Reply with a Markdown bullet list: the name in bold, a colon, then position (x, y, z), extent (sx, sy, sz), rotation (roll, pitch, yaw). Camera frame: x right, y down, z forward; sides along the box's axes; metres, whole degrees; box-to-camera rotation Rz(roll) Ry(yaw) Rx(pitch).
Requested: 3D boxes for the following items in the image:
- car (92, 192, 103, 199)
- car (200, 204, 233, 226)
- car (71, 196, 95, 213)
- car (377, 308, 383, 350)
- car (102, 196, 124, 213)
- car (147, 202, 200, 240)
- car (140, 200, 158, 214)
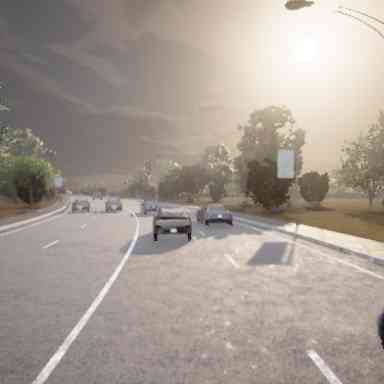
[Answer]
- **car**: position (-21.831, 0.969, 76.797), extent (2.150, 2.045, 5.566), rotation (0, 0, -20)
- **car**: position (1.492, 1.546, 23.614), extent (1.994, 1.385, 4.181), rotation (0, 0, -9)
- **car**: position (-12.297, 1.481, 37.050), extent (2.128, 1.511, 4.902), rotation (0, 0, -15)
- **car**: position (3.464, 1.515, 2.586), extent (1.812, 1.442, 4.674), rotation (0, 0, -1)
- **car**: position (-8.794, 1.478, 37.464), extent (2.128, 1.511, 4.902), rotation (0, 0, -15)
- **car**: position (-1.094, 1.482, 17.043), extent (2.128, 1.511, 4.902), rotation (0, 0, -7)
- **car**: position (-4.382, 1.531, 35.198), extent (2.033, 1.411, 5.357), rotation (0, 0, -14)
